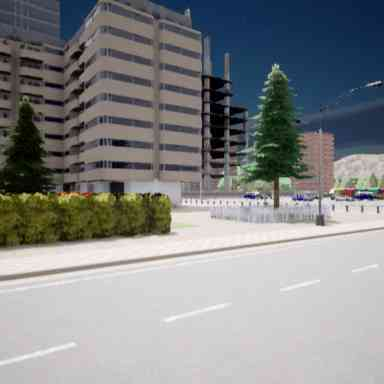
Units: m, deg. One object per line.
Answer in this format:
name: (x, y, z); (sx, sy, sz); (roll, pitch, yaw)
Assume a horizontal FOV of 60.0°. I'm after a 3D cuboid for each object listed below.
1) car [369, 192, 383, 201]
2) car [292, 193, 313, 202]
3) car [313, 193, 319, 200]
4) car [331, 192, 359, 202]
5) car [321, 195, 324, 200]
car: (46.085, 1.117, 80.289); (1.932, 1.855, 4.605); (0, 0, -36)
car: (28.312, 1.355, 86.060); (1.970, 1.475, 3.806); (0, 0, -36)
car: (30.670, 1.324, 87.739); (1.784, 1.438, 3.905); (0, 0, -36)
car: (32.374, 1.356, 70.413); (1.970, 1.475, 3.806); (0, 0, -36)
car: (32.827, 1.114, 89.337); (1.932, 1.855, 4.605); (0, 0, -36)
